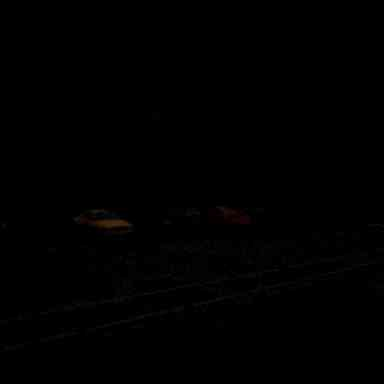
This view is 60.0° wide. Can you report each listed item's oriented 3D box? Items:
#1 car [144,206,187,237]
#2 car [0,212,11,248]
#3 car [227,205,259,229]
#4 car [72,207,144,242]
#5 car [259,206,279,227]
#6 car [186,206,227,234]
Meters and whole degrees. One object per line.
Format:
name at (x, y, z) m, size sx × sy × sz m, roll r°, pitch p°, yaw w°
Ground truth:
car at (-2.674, 1.671, 19.430) m, size 2.163 × 1.488 × 4.792 m, roll 1°, pitch -1°, yaw -36°
car at (-9.339, 1.416, 14.549) m, size 2.185 × 1.767 × 4.553 m, roll 1°, pitch -1°, yaw -36°
car at (1.810, 1.691, 22.622) m, size 2.097 × 1.535 × 5.008 m, roll 1°, pitch 0°, yaw -36°
car at (-4.787, 1.607, 17.642) m, size 1.946 × 1.575 × 5.366 m, roll 1°, pitch -1°, yaw -36°
car at (4.045, 1.714, 24.233) m, size 2.231 × 1.521 × 4.892 m, roll 1°, pitch 0°, yaw -36°
car at (-0.430, 1.667, 21.021) m, size 2.231 × 1.521 × 4.892 m, roll 1°, pitch 0°, yaw -36°
